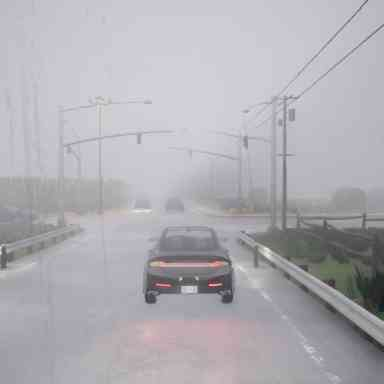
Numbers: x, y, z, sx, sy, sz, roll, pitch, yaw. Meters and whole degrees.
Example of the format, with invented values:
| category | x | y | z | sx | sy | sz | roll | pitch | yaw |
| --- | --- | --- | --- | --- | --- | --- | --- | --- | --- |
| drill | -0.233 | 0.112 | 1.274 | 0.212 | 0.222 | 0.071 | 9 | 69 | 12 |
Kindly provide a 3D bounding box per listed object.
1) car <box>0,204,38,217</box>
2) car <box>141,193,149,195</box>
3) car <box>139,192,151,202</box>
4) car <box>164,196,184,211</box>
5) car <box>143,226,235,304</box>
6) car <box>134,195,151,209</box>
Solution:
| category | x | y | z | sx | sy | sz | roll | pitch | yaw |
| --- | --- | --- | --- | --- | --- | --- | --- | --- | --- |
| car | -14.548 | 1.690 | 25.600 | 5.008 | 1.535 | 1.882 | 0 | 1 | -3 |
| car | -7.389 | 1.276 | 51.495 | 1.812 | 1.442 | 4.674 | 0 | 1 | -7 |
| car | -8.641 | 0.923 | 61.534 | 2.097 | 1.767 | 4.553 | 0 | 1 | -7 |
| car | -2.232 | 1.303 | 40.296 | 2.097 | 1.767 | 4.553 | 0 | 1 | -7 |
| car | -0.091 | 1.612 | 8.420 | 2.128 | 1.511 | 4.902 | 0 | -2 | -1 |
| car | -6.324 | 1.468 | 42.897 | 1.994 | 1.385 | 4.181 | 0 | 1 | -7 |
